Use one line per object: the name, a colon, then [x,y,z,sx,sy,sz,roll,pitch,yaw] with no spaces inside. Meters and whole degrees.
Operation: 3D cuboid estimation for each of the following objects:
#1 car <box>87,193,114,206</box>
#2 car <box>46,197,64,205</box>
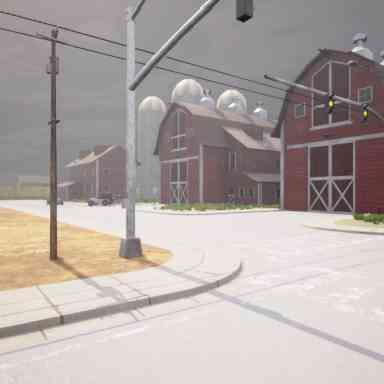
car: [-13.842,1.118,50.567,3.866,1.878,1.905,-2,5,11]
car: [-23.312,1.537,56.553,1.994,1.385,4.181,0,0,-36]
